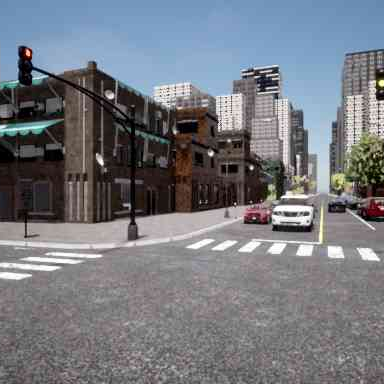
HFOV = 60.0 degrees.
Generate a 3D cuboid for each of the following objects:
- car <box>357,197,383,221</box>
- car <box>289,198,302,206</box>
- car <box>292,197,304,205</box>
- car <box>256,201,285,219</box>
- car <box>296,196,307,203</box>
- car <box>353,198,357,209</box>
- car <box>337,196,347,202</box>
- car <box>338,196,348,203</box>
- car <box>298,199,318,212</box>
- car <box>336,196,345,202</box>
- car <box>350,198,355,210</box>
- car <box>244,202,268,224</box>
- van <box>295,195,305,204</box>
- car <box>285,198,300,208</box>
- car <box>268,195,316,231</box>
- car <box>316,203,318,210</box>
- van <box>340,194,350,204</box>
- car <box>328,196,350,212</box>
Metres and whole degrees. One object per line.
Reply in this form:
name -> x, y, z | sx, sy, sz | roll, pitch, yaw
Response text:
car -> 14.978, 1.329, 26.859 | 2.192, 1.841, 5.009 | 0, 0, 22
car -> 17.313, 1.627, 55.633 | 1.802, 1.307, 4.206 | 0, 0, 22
car -> 19.277, 1.579, 60.615 | 1.752, 1.417, 4.829 | 0, 0, 22
car -> 7.181, 1.579, 29.932 | 1.947, 1.339, 4.313 | 0, 0, 22
car -> 23.393, 1.626, 71.055 | 2.008, 1.369, 4.403 | 0, 0, 22
car -> 17.004, 1.585, 32.000 | 1.947, 1.339, 4.313 | 0, 0, 22
car -> 35.242, 1.681, 78.261 | 1.802, 1.307, 4.206 | 0, 0, 22
car -> 33.278, 1.613, 73.280 | 1.752, 1.417, 4.829 | 0, 0, 22
car -> 14.055, 1.572, 40.035 | 2.033, 1.411, 5.357 | 0, 0, 22
car -> 37.269, 1.677, 83.403 | 1.947, 1.339, 4.313 | 0, 0, 22
car -> 21.057, 1.596, 42.280 | 1.947, 1.339, 4.313 | 0, 0, 22
car -> 5.074, 1.554, 24.828 | 1.887, 1.381, 4.507 | 0, 0, 22
van -> 21.367, 1.405, 65.914 | 1.690, 1.788, 3.998 | 0, 0, 22
car -> 15.287, 1.619, 50.494 | 1.802, 1.307, 4.206 | 0, 0, 22
car -> 6.499, 1.229, 21.103 | 2.150, 2.045, 5.566 | 0, 0, 22
car -> 10.203, 1.579, 30.447 | 1.994, 1.385, 4.181 | 0, 0, 22
van -> 31.189, 1.417, 67.982 | 1.690, 1.788, 3.998 | 0, 0, 22
car -> 17.184, 1.517, 39.519 | 2.128, 1.511, 4.902 | 0, 0, 22
